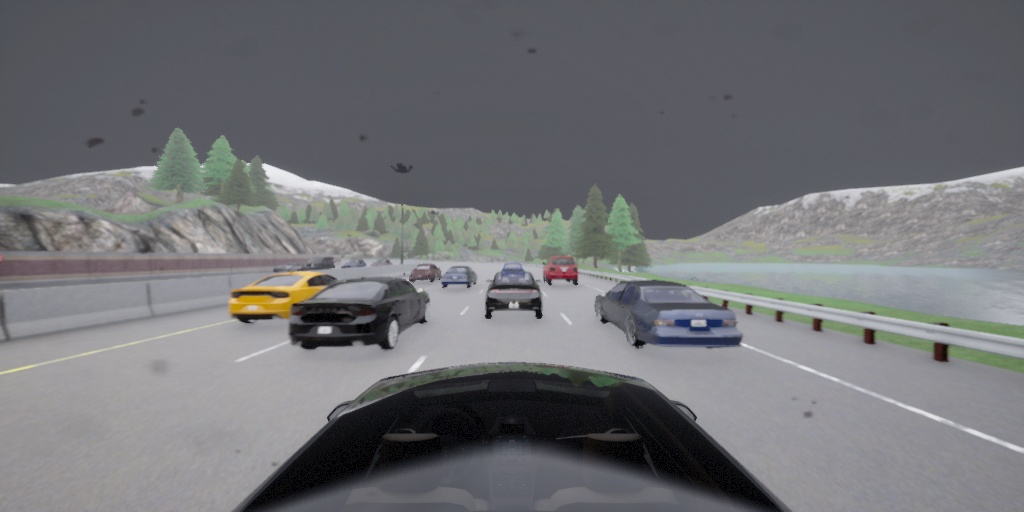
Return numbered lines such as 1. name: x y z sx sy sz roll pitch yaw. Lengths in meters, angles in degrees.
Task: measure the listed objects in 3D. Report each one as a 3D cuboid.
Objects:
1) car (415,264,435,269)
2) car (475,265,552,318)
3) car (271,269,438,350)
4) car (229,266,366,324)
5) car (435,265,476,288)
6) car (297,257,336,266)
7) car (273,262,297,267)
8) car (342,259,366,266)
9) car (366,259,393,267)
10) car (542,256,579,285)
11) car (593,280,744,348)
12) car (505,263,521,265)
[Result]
1. car: -6.933 1.347 29.273 1.812 1.442 4.674 0 0 0
2. car: 0.066 1.273 13.087 2.128 1.511 4.902 0 0 0
3. car: -3.461 1.247 9.166 1.882 1.535 5.008 0 0 1
4. car: -6.939 1.255 12.097 1.882 1.535 5.008 0 0 0
5. car: -3.462 1.356 24.293 2.033 1.411 5.357 0 0 1
6. car: -24.806 1.087 46.224 2.150 2.045 5.566 0 0 -2
7. car: -28.285 1.466 45.820 1.895 1.301 4.718 0 0 -2
8. car: -21.478 1.225 49.075 2.097 1.767 4.553 0 0 -4
9. car: -18.018 1.227 49.738 2.097 1.767 4.553 0 0 -4
10. car: 3.558 1.040 26.903 2.150 2.045 5.566 0 0 0
11. car: 3.540 1.317 9.277 2.033 1.411 5.357 0 0 0
12. car: 0.072 1.301 30.018 1.882 1.535 5.008 0 0 0
